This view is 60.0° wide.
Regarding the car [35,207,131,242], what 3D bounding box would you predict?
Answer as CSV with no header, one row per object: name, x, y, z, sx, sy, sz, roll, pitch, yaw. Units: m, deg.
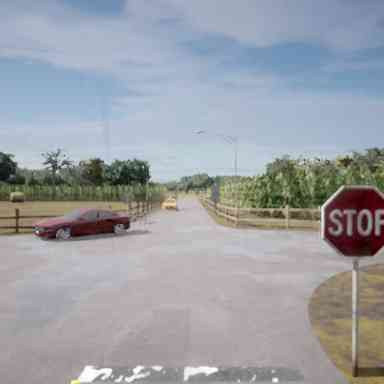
car,-5.611,1.606,17.656,1.882,1.535,5.008,4,4,45

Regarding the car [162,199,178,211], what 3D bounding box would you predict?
car,-2.794,1.668,43.126,1.882,1.535,5.008,0,0,0
